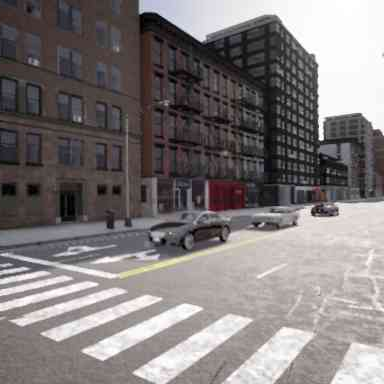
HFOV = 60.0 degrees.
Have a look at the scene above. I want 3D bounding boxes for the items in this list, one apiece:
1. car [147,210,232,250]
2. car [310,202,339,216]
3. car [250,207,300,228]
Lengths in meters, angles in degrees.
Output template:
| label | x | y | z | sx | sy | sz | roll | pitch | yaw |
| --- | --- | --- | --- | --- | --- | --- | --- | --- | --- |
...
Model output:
| label | x | y | z | sx | sy | sz | roll | pitch | yaw |
| --- | --- | --- | --- | --- | --- | --- | --- | --- | --- |
| car | 0.030 | 1.600 | 15.070 | 2.128 | 1.511 | 4.902 | -1 | 0 | 36 |
| car | 13.429 | 1.660 | 33.588 | 1.994 | 1.385 | 4.181 | -1 | -1 | 36 |
| car | 5.829 | 1.706 | 23.087 | 1.895 | 1.301 | 4.718 | -1 | 0 | 36 |
